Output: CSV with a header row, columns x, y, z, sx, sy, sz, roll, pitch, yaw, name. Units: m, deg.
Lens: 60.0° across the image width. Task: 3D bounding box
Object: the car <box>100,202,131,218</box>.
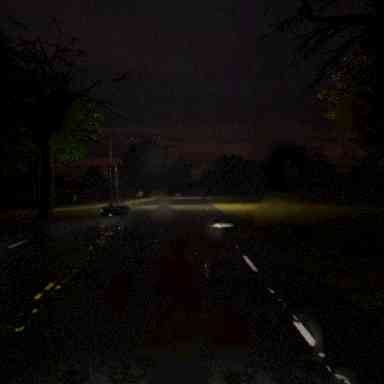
x,y,z,sx,sy,sz,roll,pitch,yaw,name
-6.788,1.600,29.789,1.895,1.301,4.718,0,0,-1,car
